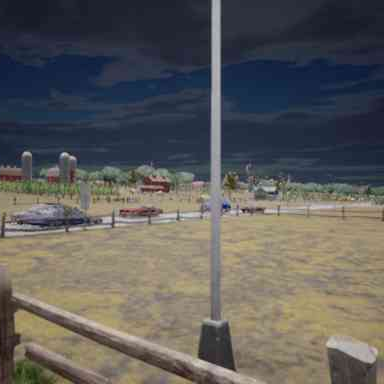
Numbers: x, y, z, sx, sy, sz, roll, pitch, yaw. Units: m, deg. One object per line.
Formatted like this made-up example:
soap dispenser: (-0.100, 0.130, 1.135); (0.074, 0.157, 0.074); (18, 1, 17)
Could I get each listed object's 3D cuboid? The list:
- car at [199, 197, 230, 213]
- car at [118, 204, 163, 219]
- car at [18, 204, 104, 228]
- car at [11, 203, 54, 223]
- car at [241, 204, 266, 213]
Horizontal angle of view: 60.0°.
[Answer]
car: (3.148, 1.775, 45.027); (2.150, 2.045, 5.566); (2, 2, 36)
car: (-5.156, 1.920, 33.564); (1.895, 1.301, 4.718); (2, 0, 36)
car: (-8.962, 1.782, 23.682); (2.033, 1.411, 5.357); (2, 0, 40)
car: (-11.091, 1.656, 25.346); (1.837, 1.490, 4.892); (2, 0, 36)
car: (8.980, 2.364, 48.189); (1.895, 1.301, 4.718); (2, 0, 36)
